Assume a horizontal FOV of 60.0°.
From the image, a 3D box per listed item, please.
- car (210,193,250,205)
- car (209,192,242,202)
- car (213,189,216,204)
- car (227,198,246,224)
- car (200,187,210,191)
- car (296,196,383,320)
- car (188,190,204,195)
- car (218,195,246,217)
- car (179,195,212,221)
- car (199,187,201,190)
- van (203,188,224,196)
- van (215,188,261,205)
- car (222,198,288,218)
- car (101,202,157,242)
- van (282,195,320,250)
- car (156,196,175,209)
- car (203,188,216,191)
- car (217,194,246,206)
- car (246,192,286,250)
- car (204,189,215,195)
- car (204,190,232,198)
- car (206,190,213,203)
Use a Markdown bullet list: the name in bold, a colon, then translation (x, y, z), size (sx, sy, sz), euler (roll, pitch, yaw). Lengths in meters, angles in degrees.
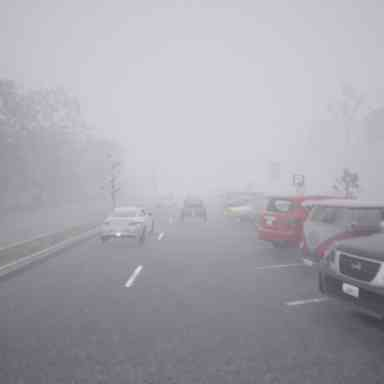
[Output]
- **car**: translation (5.109, 0.875, 44.903), size (4.792, 1.488, 2.163), euler (0, 1, -20)
- **car**: translation (5.080, 0.754, 50.854), size (4.674, 1.452, 2.002), euler (0, 1, -20)
- **car**: translation (5.053, 0.918, 35.930), size (4.553, 1.767, 2.185), euler (0, 1, -20)
- **car**: translation (5.049, 1.325, 21.006), size (4.792, 1.488, 2.163), euler (1, 1, -20)
- **car**: translation (5.117, 0.228, 62.789), size (5.566, 2.045, 2.435), euler (0, 1, -20)
- **car**: translation (5.051, 1.189, 6.080), size (5.566, 2.045, 2.435), euler (1, 1, -20)
- **car**: translation (0.111, 0.907, 42.179), size (2.128, 1.511, 4.902), euler (0, 1, 0)
- **car**: translation (4.905, 1.250, 23.933), size (5.366, 1.575, 1.946), euler (1, 1, -20)
- **car**: translation (0.108, 1.249, 24.543), size (2.128, 1.511, 4.902), euler (0, 1, 0)
- **car**: translation (4.920, 0.182, 80.603), size (5.366, 1.575, 1.946), euler (0, 1, -20)
- **van**: translation (4.985, 0.007, 77.642), size (4.442, 1.987, 1.878), euler (0, 1, -20)
- **van**: translation (4.974, 0.879, 32.901), size (4.442, 1.987, 1.878), euler (0, 2, -20)
- **car**: translation (5.104, 1.241, 27.002), size (4.792, 1.488, 2.163), euler (0, 1, -20)
- **car**: translation (-2.895, 1.395, 15.423), size (1.812, 1.442, 4.674), euler (0, 1, 0)
- **van**: translation (4.968, 1.190, 9.033), size (4.442, 1.987, 1.878), euler (1, 1, -20)
- **car**: translation (-2.889, 1.123, 37.311), size (1.895, 1.301, 4.718), euler (0, 1, 0)
- **car**: translation (5.096, 0.536, 59.792), size (4.892, 1.521, 2.231), euler (0, 1, -20)
- **car**: translation (5.073, 1.198, 29.974), size (4.674, 1.452, 2.002), euler (0, 1, -20)
- **car**: translation (5.103, 1.141, 12.076), size (5.566, 2.045, 2.435), euler (1, 0, -20)
- **car**: translation (4.910, 0.774, 47.805), size (5.366, 1.575, 1.946), euler (0, 2, -20)
- **car**: translation (5.094, 0.427, 65.757), size (5.008, 1.535, 2.097), euler (0, 1, -20)
- **car**: translation (4.908, 0.910, 41.841), size (5.366, 1.575, 1.946), euler (0, 2, -20)
